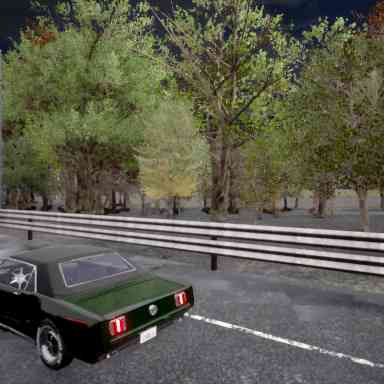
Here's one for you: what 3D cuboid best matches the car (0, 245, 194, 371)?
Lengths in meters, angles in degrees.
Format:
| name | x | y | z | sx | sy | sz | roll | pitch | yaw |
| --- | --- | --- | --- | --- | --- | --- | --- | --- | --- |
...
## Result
| name | x | y | z | sx | sy | sz | roll | pitch | yaw |
| --- | --- | --- | --- | --- | --- | --- | --- | --- | --- |
| car | -2.376 | 1.600 | 5.704 | 4.718 | 1.301 | 1.895 | 0 | 0 | 36 |
